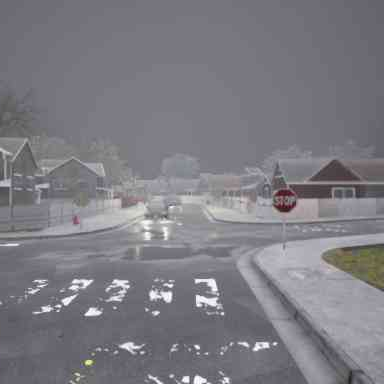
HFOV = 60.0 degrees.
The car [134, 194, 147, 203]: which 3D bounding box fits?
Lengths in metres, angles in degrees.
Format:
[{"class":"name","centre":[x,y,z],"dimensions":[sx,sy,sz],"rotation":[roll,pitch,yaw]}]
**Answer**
[{"class":"car","centre":[-11.865,1.417,76.265],"dimensions":[2.150,2.045,5.566],"rotation":[0,-1,-23]}]

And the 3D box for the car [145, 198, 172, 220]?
[{"class":"car","centre":[-2.916,1.591,28.418],"dimensions":[1.812,1.442,4.674],"rotation":[0,1,-1]}]

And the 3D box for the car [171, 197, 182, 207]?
[{"class":"car","centre":[-2.757,1.631,53.901],"dimensions":[1.837,1.490,4.892],"rotation":[0,1,-10]}]
